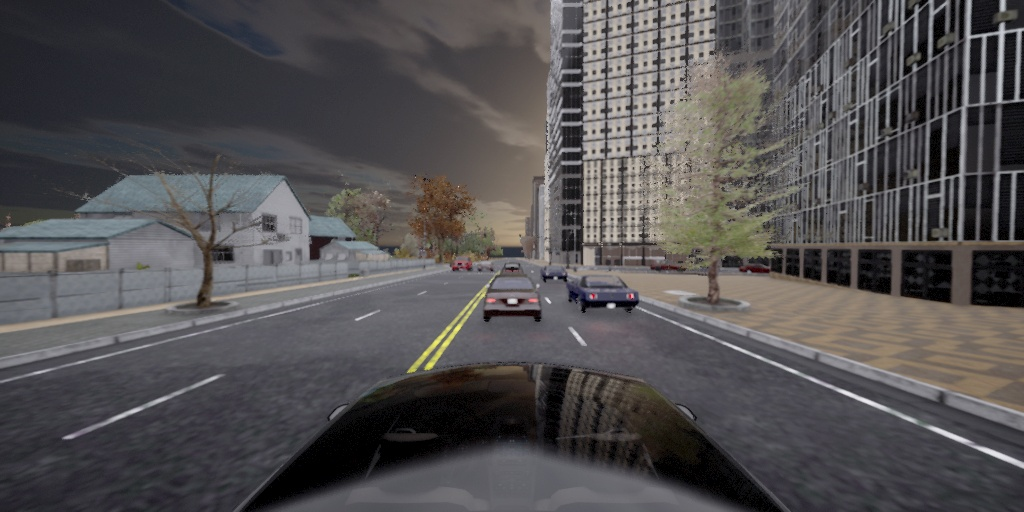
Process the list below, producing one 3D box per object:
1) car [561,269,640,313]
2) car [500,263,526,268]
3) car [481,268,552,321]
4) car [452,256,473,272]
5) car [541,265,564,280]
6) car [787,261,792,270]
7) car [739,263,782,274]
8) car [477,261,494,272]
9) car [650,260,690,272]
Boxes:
[{"bbox_3d":[3.290,1.360,14.039,1.895,1.301,4.718,0,0,0],"label":"car"},{"bbox_3d":[0.046,1.283,29.670,1.837,1.490,4.892,0,0,0],"label":"car"},{"bbox_3d":[0.026,1.305,12.466,2.033,1.411,5.357,0,0,0],"label":"car"},{"bbox_3d":[-6.526,1.031,47.669,2.150,2.045,5.566,0,0,0],"label":"car"},{"bbox_3d":[3.290,1.377,29.045,1.895,1.301,4.718,0,0,0],"label":"car"},{"bbox_3d":[38.985,1.590,47.122,5.009,1.841,2.192,0,0,20],"label":"car"},{"bbox_3d":[33.662,1.778,49.071,4.507,1.381,1.888,0,0,20],"label":"car"},{"bbox_3d":[-3.296,1.329,45.757,1.812,1.442,4.674,0,0,1],"label":"car"},{"bbox_3d":[23.017,1.464,52.971,5.009,1.841,2.192,0,0,20],"label":"car"}]
